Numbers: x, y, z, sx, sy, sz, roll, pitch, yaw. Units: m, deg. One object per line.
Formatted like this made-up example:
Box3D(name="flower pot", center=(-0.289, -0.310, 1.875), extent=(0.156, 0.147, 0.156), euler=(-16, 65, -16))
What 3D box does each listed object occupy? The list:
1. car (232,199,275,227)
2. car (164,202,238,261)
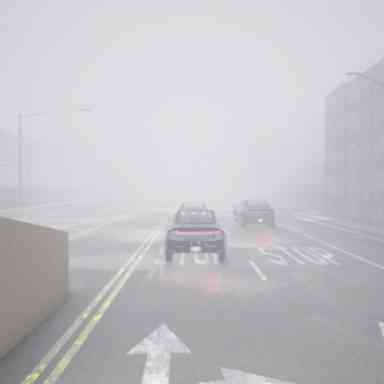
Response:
Box3D(name="car", center=(3.603, 1.184, 19.844), extent=(1.837, 1.490, 4.892), euler=(0, 1, 0))
Box3D(name="car", center=(0.102, 1.305, 11.481), extent=(2.128, 1.511, 4.902), euler=(0, 1, 0))
